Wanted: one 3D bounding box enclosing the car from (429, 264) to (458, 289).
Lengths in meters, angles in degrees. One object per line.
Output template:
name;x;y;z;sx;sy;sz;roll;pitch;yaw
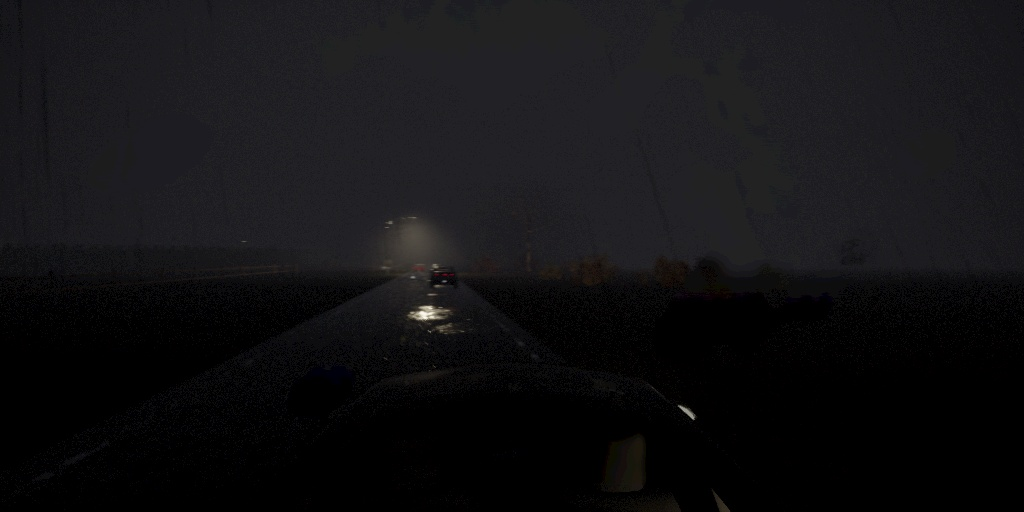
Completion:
car;-4.949;1.480;25.930;2.128;1.511;4.902;0;-1;-12

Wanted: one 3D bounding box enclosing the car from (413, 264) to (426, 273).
car;-14.353;1.897;55.506;1.895;1.301;4.718;0;-1;-12
